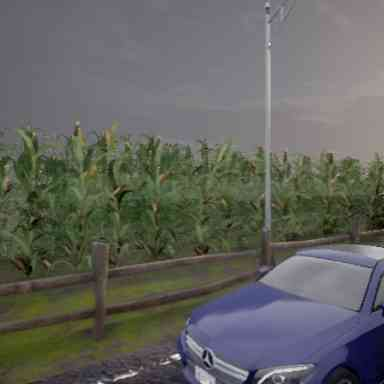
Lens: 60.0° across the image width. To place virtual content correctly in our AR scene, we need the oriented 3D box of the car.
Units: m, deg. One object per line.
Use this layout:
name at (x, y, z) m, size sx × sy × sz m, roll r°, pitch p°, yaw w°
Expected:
car at (2.022, 1.502, 4.494) m, size 4.674 × 1.442 × 1.812 m, roll 0°, pitch 0°, yaw -35°
